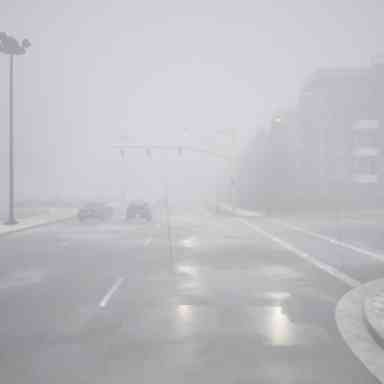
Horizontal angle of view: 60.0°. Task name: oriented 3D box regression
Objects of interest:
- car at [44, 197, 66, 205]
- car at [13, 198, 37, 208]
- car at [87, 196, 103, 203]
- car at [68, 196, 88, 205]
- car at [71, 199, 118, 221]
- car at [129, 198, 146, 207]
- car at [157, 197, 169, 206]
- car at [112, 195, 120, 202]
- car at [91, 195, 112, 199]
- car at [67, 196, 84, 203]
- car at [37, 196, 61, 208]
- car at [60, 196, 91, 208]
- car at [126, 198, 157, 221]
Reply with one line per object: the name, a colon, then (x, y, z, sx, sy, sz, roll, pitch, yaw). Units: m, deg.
car: (-23.315, 1.491, 56.588, 1.994, 1.385, 4.181, 0, 0, 1)
car: (-23.293, 1.539, 47.233, 1.895, 1.301, 4.718, 0, 0, 0)
car: (-19.770, 1.506, 67.853, 1.895, 1.301, 4.718, 0, 0, 0)
car: (-19.815, 1.489, 57.778, 1.994, 1.385, 4.181, 0, 0, 0)
car: (-7.596, 1.513, 26.559, 2.033, 1.411, 5.357, 0, 0, -2)
car: (-8.161, 1.536, 50.059, 1.895, 1.301, 4.718, 0, 0, 0)
car: (-4.662, 1.496, 52.256, 1.994, 1.385, 4.181, 0, 0, 0)
car: (-16.269, 1.387, 68.974, 1.882, 1.535, 5.008, 0, 0, 0)
car: (-16.302, 1.472, 58.600, 2.033, 1.411, 5.357, 0, 0, 1)
car: (-23.270, 1.466, 66.649, 1.994, 1.385, 4.181, 0, 0, 0)
car: (-19.799, 1.416, 47.777, 1.882, 1.535, 5.008, 0, 0, 0)
car: (-16.305, 1.465, 46.840, 1.812, 1.442, 4.674, 0, 0, 3)
car: (-4.101, 1.470, 26.584, 1.837, 1.490, 4.892, 0, 0, -2)
